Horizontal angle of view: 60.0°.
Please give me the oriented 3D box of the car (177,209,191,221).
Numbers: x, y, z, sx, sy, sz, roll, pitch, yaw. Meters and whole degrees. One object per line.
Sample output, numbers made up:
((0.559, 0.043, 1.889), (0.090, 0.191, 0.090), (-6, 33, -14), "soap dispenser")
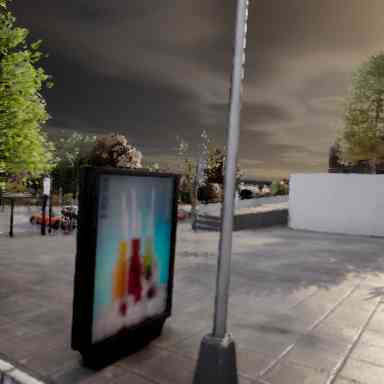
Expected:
((-3.523, 3.055, 48.789), (5.566, 2.045, 2.435), (6, 2, 16), "car")

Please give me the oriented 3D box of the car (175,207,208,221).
((-0.071, 3.477, 53.670), (4.892, 1.521, 2.231), (6, 2, 16), "car")

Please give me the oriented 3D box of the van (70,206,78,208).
((-12.482, 2.634, 36.656), (4.442, 1.987, 1.878), (6, 2, 16), "van")

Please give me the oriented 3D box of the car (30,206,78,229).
((-14.203, 2.653, 34.224), (4.553, 1.767, 2.185), (6, 2, 16), "car")

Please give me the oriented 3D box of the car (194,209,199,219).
((-1.798, 3.420, 51.237), (4.792, 1.488, 2.163), (6, 2, 16), "car")

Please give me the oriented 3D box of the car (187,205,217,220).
((1.714, 3.442, 56.097), (4.553, 1.767, 2.185), (6, 2, 16), "car")
